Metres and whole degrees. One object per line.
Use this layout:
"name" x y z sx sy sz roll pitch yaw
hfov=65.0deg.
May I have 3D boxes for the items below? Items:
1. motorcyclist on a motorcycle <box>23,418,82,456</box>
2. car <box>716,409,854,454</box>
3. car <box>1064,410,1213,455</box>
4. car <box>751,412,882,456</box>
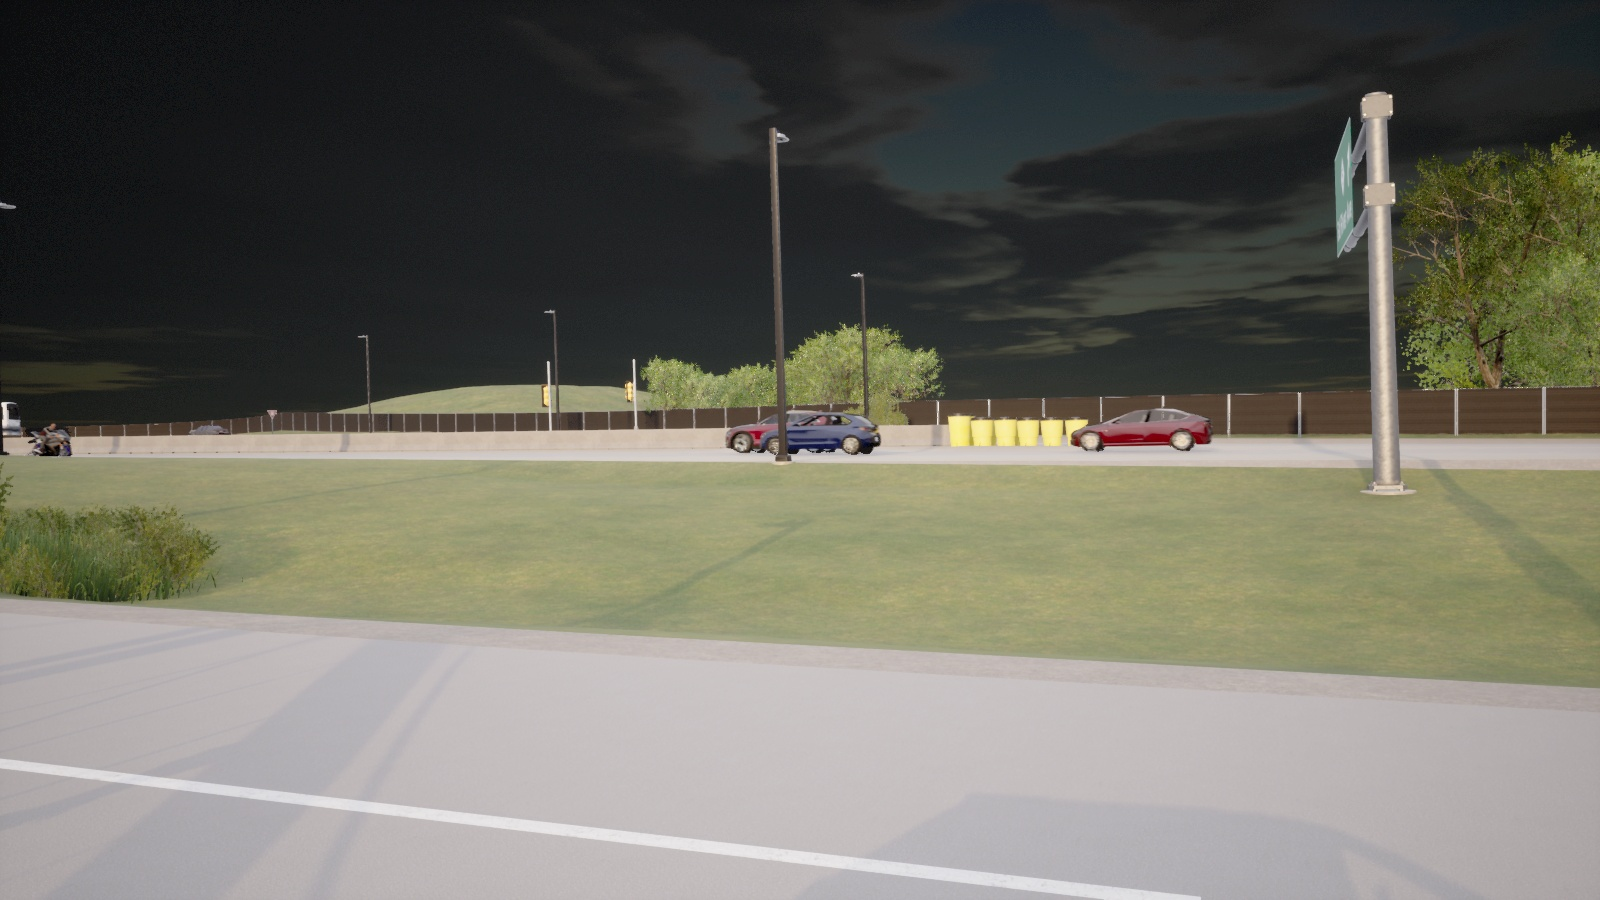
"motorcyclist on a motorcycle" -30.586 -0.548 51.406 2.191 1.530 0.866 0 1 20
"car" -0.560 -0.685 47.937 4.856 1.649 2.033 0 1 20
"car" 11.733 -0.595 43.469 4.792 1.488 2.163 0 1 20
"car" 0.591 -0.549 43.796 4.193 1.474 1.816 0 1 20
